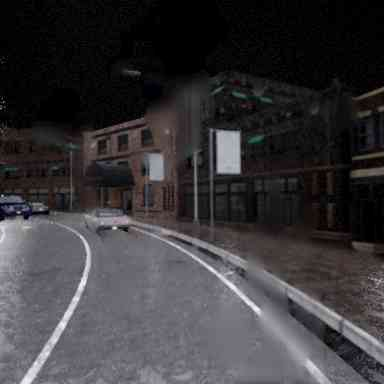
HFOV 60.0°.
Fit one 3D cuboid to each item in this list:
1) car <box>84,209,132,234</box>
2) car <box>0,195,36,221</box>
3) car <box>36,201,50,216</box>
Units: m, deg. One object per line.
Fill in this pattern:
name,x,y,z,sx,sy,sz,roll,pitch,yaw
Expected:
car,-5.135,1.635,19.726,1.895,1.301,4.718,0,0,-27
car,-15.606,1.253,28.205,5.566,2.045,2.150,0,0,45
car,-15.869,1.625,32.951,4.181,1.385,1.994,0,-1,41
